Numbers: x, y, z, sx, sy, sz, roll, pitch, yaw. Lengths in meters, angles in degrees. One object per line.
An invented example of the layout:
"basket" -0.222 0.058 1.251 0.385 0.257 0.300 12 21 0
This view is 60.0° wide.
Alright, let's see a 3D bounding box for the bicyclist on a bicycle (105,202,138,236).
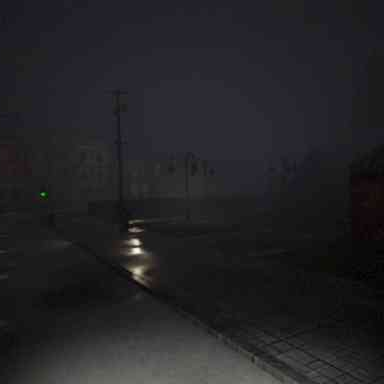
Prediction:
"bicyclist on a bicycle" -3.472 1.330 16.417 1.656 1.620 0.582 -2 1 -30
